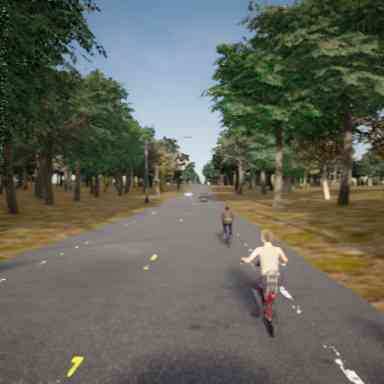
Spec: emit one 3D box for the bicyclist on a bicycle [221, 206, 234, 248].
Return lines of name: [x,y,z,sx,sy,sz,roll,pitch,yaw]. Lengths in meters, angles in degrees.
bicyclist on a bicycle: [1.475,1.428,13.770,0.582,1.620,1.656,0,0,2]

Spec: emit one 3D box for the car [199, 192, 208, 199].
car: [2.501,0.715,73.896,1.837,1.490,4.892,0,1,2]

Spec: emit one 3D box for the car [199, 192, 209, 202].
car: [2.133,0.995,59.742,2.128,1.511,4.902,0,1,2]

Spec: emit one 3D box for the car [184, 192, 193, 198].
car: [-0.808,0.630,79.728,1.812,1.442,4.674,0,1,2]

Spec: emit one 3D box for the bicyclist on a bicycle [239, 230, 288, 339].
bicyclist on a bicycle: [1.245,1.427,5.592,0.866,1.612,1.509,0,0,1]
